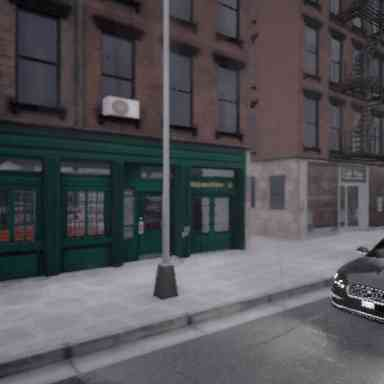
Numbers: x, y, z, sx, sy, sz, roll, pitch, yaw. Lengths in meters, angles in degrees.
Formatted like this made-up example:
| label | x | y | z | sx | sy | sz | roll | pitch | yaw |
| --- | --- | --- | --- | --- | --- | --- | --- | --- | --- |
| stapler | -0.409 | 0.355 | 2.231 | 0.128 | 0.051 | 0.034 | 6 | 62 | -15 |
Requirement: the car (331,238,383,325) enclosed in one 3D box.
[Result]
| label | x | y | z | sx | sy | sz | roll | pitch | yaw |
| --- | --- | --- | --- | --- | --- | --- | --- | --- | --- |
| car | 4.743 | 1.527 | 6.637 | 4.892 | 1.490 | 1.837 | 0 | 0 | -36 |
